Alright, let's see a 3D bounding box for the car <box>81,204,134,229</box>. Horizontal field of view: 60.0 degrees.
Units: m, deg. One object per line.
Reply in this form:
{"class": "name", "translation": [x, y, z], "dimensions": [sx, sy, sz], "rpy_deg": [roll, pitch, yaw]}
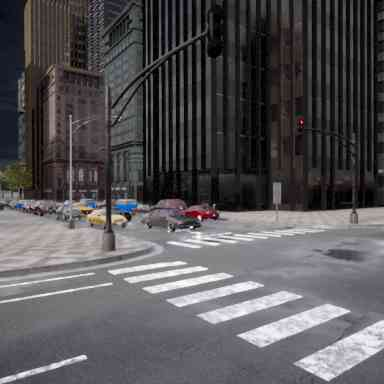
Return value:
{"class": "car", "translation": [-6.296, 1.843, 24.389], "dimensions": [1.752, 1.417, 4.829], "rpy_deg": [-1, 0, -35]}

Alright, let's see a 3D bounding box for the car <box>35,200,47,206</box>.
{"class": "car", "translation": [-37.889, 2.710, 83.361], "dimensions": [2.008, 1.369, 4.403], "rpy_deg": [-1, 0, -35]}

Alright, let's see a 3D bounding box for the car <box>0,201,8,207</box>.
{"class": "car", "translation": [-44.524, 2.771, 77.982], "dimensions": [1.802, 1.307, 4.206], "rpy_deg": [-1, 0, -35]}

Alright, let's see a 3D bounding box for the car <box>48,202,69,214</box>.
{"class": "car", "translation": [-18.672, 2.172, 46.419], "dimensions": [1.812, 1.442, 4.674], "rpy_deg": [0, -1, -35]}

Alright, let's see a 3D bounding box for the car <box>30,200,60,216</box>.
{"class": "car", "translation": [-17.749, 1.900, 40.438], "dimensions": [2.192, 1.841, 5.009], "rpy_deg": [-1, 0, -35]}

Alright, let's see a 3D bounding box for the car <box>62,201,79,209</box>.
{"class": "car", "translation": [-22.783, 2.406, 62.184], "dimensions": [1.802, 1.307, 4.206], "rpy_deg": [-1, 0, -35]}

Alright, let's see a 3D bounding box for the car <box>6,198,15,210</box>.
{"class": "car", "translation": [-32.036, 2.354, 60.471], "dimensions": [1.967, 1.590, 4.097], "rpy_deg": [-1, 0, -35]}

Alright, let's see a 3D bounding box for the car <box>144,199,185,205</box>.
{"class": "car", "translation": [-2.401, 1.668, 33.616], "dimensions": [2.192, 1.841, 5.009], "rpy_deg": [-1, 0, -35]}

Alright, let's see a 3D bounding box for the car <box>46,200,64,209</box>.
{"class": "car", "translation": [-25.045, 2.316, 60.777], "dimensions": [1.882, 1.535, 5.008], "rpy_deg": [0, -1, -35]}

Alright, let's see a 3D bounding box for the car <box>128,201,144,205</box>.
{"class": "car", "translation": [-5.344, 2.004, 37.760], "dimensions": [1.802, 1.307, 4.206], "rpy_deg": [-1, 0, -35]}

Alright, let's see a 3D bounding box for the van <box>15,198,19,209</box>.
{"class": "van", "translation": [-26.260, 2.123, 52.371], "dimensions": [1.690, 1.788, 3.998], "rpy_deg": [-1, 0, -35]}

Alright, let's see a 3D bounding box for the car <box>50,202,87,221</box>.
{"class": "car", "translation": [-12.069, 2.004, 32.483], "dimensions": [2.008, 1.369, 4.403], "rpy_deg": [-1, 0, -35]}

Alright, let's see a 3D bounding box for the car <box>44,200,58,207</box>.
{"class": "car", "translation": [-31.846, 2.594, 74.890], "dimensions": [1.947, 1.339, 4.313], "rpy_deg": [-1, 0, -35]}

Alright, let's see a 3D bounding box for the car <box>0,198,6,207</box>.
{"class": "car", "translation": [-41.402, 2.667, 73.605], "dimensions": [1.887, 1.381, 4.507], "rpy_deg": [-1, 0, -35]}

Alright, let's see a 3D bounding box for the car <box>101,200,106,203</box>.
{"class": "car", "translation": [-11.249, 1.874, 46.050], "dimensions": [2.192, 1.841, 5.009], "rpy_deg": [-1, 0, -35]}

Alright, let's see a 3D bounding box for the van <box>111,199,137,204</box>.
{"class": "van", "translation": [-8.299, 1.832, 41.906], "dimensions": [1.690, 1.788, 3.998], "rpy_deg": [-1, 0, -35]}

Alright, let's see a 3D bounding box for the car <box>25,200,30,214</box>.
{"class": "car", "translation": [-20.581, 2.196, 44.416], "dimensions": [1.887, 1.381, 4.507], "rpy_deg": [-1, 0, -35]}

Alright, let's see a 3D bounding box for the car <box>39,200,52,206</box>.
{"class": "car", "translation": [-34.868, 2.660, 79.126], "dimensions": [1.947, 1.339, 4.313], "rpy_deg": [-1, 0, -35]}

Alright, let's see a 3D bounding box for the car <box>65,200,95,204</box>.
{"class": "car", "translation": [-12.821, 1.988, 38.154], "dimensions": [1.882, 1.535, 5.008], "rpy_deg": [0, -1, -35]}

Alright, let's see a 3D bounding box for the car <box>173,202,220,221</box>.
{"class": "car", "translation": [0.554, 1.828, 29.471], "dimensions": [1.887, 1.381, 4.507], "rpy_deg": [-1, 0, -35]}

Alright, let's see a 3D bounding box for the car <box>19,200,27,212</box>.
{"class": "car", "translation": [-23.420, 2.157, 48.393], "dimensions": [1.967, 1.590, 4.097], "rpy_deg": [-1, 0, -35]}

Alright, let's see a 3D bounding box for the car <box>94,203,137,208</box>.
{"class": "car", "translation": [-7.153, 1.978, 30.190], "dimensions": [1.895, 1.301, 4.718], "rpy_deg": [0, -1, -36]}

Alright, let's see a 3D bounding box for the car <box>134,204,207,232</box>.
{"class": "car", "translation": [-1.584, 1.794, 22.384], "dimensions": [2.033, 1.411, 5.357], "rpy_deg": [0, -1, -36]}
